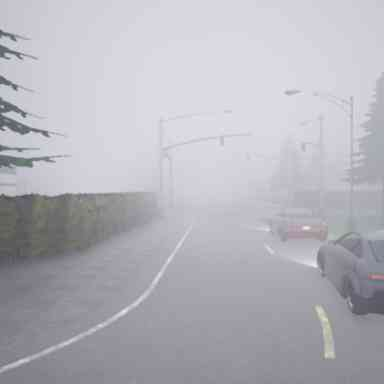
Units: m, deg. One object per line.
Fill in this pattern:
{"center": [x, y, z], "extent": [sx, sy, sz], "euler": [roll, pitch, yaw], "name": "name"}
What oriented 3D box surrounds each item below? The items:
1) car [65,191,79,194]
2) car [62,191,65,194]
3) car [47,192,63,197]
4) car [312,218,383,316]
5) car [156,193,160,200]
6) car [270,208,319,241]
{"center": [-26.954, 0.793, 77.307], "extent": [1.932, 1.855, 4.605], "euler": [0, 0, 4], "name": "car"}
{"center": [-29.883, 0.788, 77.126], "extent": [1.905, 1.878, 3.866], "euler": [0, 0, 4], "name": "car"}
{"center": [-24.823, 1.110, 58.531], "extent": [1.845, 1.501, 3.633], "euler": [0, 0, 4], "name": "car"}
{"center": [4.052, 1.505, 7.198], "extent": [1.994, 1.385, 4.181], "euler": [0, 0, 11], "name": "car"}
{"center": [-8.439, 0.990, 75.699], "extent": [1.845, 1.501, 3.633], "euler": [0, 0, 4], "name": "car"}
{"center": [4.929, 1.452, 15.825], "extent": [1.994, 1.385, 4.181], "euler": [0, 0, 5], "name": "car"}
